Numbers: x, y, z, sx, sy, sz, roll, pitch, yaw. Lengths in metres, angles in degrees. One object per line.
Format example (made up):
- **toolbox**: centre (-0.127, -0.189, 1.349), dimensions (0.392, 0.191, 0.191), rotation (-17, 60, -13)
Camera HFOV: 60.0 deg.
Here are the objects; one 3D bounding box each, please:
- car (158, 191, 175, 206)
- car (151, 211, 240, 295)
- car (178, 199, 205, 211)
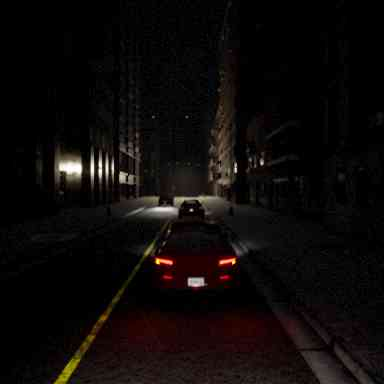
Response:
- **car**: centre (-3.237, 1.008, 42.350), dimensions (2.128, 1.511, 4.902), rotation (0, 1, 0)
- **car**: centre (0.056, 1.430, 8.304), dimensions (1.812, 1.442, 4.674), rotation (0, 1, 0)
- **car**: centre (-0.044, 1.265, 26.062), dimensions (1.994, 1.385, 4.181), rotation (0, 1, 0)
